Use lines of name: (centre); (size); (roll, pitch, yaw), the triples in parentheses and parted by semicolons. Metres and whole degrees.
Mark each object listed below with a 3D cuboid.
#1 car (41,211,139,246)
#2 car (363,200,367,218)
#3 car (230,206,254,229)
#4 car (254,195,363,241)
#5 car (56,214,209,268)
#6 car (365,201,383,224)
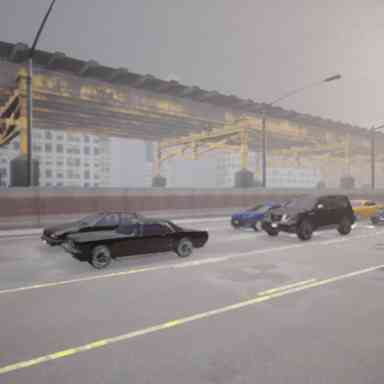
car: (-3.513, 1.527, 14.382); (5.357, 1.411, 2.033); (0, 0, -35)
car: (13.098, 1.380, 26.158); (5.008, 1.535, 1.882); (0, 0, -35)
car: (4.550, 1.420, 20.124); (5.008, 1.535, 1.882); (0, 0, -35)
car: (6.029, 1.166, 16.881); (5.566, 2.045, 2.150); (0, 0, -35)
car: (-1.838, 1.582, 11.293); (4.718, 1.301, 1.895); (0, 0, -33)
car: (14.025, 1.433, 22.541); (4.674, 1.442, 1.812); (0, 0, -35)
